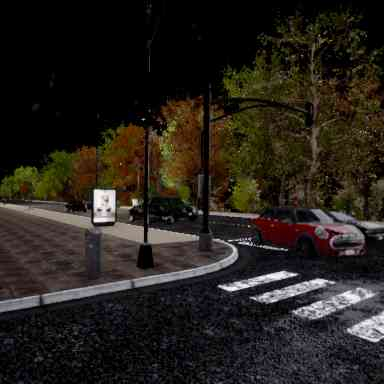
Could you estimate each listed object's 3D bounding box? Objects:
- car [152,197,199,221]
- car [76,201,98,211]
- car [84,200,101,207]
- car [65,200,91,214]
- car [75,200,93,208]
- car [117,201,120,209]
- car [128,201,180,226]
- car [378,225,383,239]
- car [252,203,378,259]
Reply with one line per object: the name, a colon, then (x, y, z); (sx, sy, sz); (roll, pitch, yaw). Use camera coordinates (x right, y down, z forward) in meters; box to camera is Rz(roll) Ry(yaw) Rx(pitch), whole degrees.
car: (-1.704, 1.439, 28.684); (2.150, 2.045, 5.566); (1, -1, -35)
car: (-15.308, 2.029, 48.450); (1.994, 1.385, 4.181); (1, -1, -34)
car: (-19.990, 2.298, 66.874); (1.994, 1.385, 4.181); (1, -1, -35)
car: (-14.510, 1.863, 41.516); (1.837, 1.490, 4.892); (1, -1, -34)
car: (-19.897, 2.168, 61.016); (1.812, 1.442, 4.674); (1, -1, -35)
car: (-14.256, 2.124, 58.589); (2.128, 1.511, 4.902); (1, -1, -35)
car: (-3.193, 1.657, 25.122); (1.837, 1.490, 4.892); (1, -1, -35)
car: (6.664, 1.615, 16.586); (2.033, 1.411, 5.357); (1, -1, -35)
car: (4.179, 1.343, 12.595); (2.097, 1.767, 4.553); (0, -1, -21)
